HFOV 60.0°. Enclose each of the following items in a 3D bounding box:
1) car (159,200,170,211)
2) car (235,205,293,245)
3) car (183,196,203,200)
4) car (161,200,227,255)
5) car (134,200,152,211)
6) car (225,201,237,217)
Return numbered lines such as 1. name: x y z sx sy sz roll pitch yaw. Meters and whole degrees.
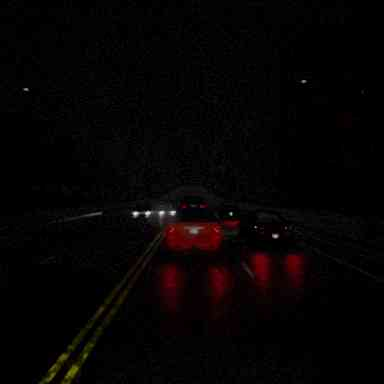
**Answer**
1. car: -3.327 1.841 45.577 1.837 1.490 4.892 0 -1 0
2. car: 3.339 1.566 15.591 1.812 1.442 4.674 0 0 0
3. car: 0.095 1.344 29.775 2.150 2.045 5.566 0 -1 0
4. car: 0.082 1.387 13.637 2.097 1.767 4.553 0 0 0
5. car: -6.578 1.805 45.140 1.882 1.535 5.008 0 -1 0
6. car: 3.346 1.638 30.904 1.837 1.490 4.892 0 0 0
